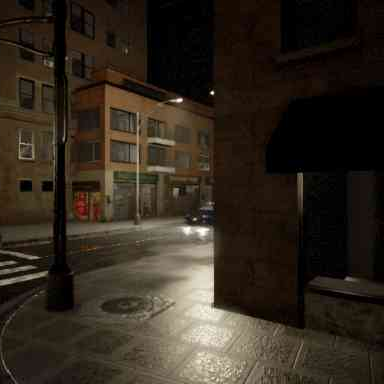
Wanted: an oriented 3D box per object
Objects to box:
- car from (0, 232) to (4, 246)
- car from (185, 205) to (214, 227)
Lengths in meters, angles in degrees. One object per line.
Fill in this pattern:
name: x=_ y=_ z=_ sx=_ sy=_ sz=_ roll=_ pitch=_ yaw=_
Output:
car: x=-8.853 y=1.501 z=10.650 sx=4.902 sy=1.511 sz=2.128 roll=0 pitch=0 yaw=-38
car: x=1.339 y=1.614 z=23.431 sx=1.994 sy=1.385 sz=4.181 roll=0 pitch=0 yaw=35
